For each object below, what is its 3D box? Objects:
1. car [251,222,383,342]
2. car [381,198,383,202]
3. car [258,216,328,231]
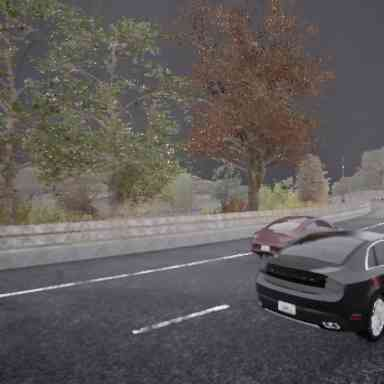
[{"bbox_3d":[3.315,1.521,6.607,4.892,1.490,1.837,0,0,-39],"label":"car"},{"bbox_3d":[46.583,1.764,78.579,1.895,1.301,4.718,0,0,4],"label":"car"},{"bbox_3d":[3.986,1.558,11.716,4.674,1.442,1.812,0,0,-41],"label":"car"}]
